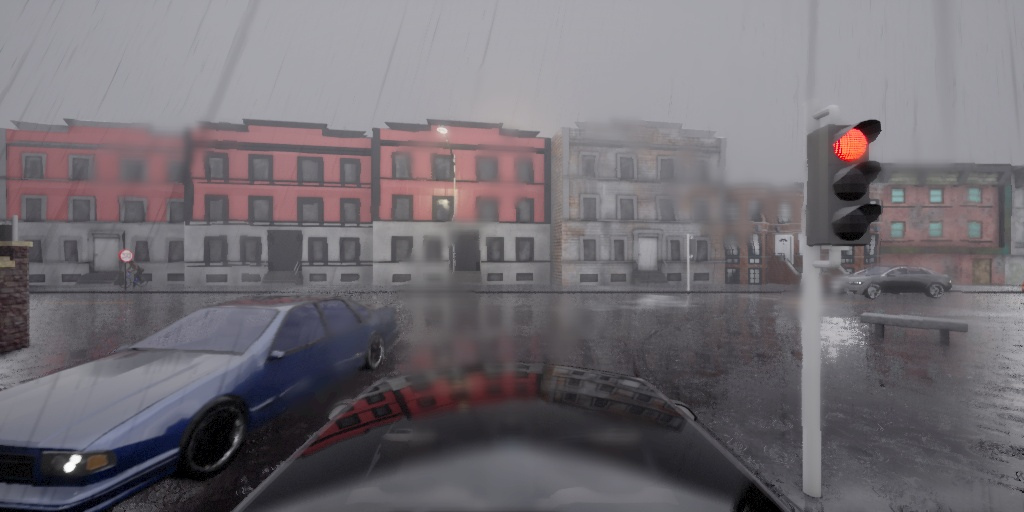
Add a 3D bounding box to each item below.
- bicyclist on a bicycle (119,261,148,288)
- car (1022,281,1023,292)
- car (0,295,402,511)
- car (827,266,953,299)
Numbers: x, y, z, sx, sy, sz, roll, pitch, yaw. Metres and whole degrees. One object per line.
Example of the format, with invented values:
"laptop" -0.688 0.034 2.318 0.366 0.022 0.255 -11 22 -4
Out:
"bicyclist on a bicycle" -22.690 1.098 21.514 0.582 1.620 1.656 0 0 0
"car" 28.020 1.102 17.327 4.553 1.767 2.097 0 0 0
"car" -3.376 1.297 5.009 2.033 1.411 5.357 0 0 6
"car" 18.126 1.242 17.335 4.902 1.511 2.128 0 0 0
